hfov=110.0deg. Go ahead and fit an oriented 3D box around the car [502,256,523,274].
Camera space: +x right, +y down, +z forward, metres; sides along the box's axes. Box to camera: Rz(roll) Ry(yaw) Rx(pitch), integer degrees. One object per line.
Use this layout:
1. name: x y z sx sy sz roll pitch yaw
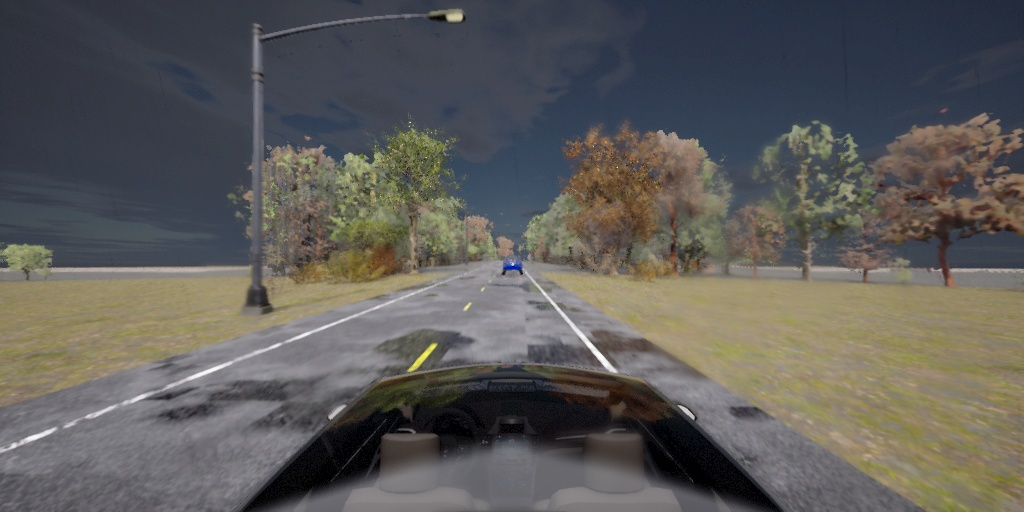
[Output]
1. car: 0.071 0.996 40.982 2.150 2.045 5.566 0 0 0
